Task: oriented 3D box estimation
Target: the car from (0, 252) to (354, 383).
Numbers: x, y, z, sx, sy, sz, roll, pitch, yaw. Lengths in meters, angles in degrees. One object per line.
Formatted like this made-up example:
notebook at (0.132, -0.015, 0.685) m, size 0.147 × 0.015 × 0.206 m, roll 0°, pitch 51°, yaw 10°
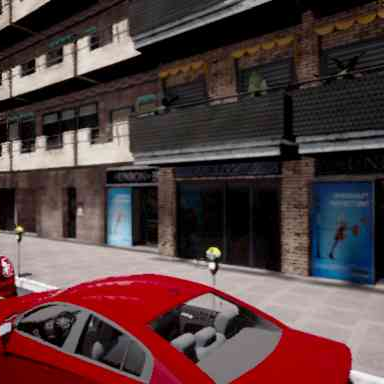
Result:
car at (-0.772, 1.556, 3.424) m, size 4.507 × 1.381 × 1.887 m, roll 0°, pitch 0°, yaw 36°
